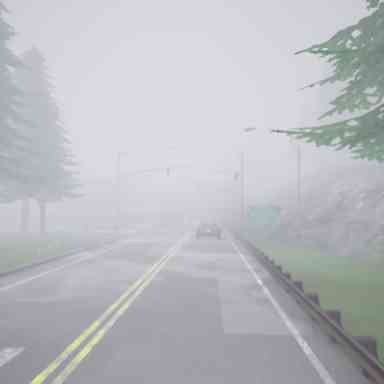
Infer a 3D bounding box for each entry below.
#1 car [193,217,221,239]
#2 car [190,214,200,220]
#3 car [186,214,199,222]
[{"bbox_3d":[1.370,3.015,27.211,1.994,1.385,4.181,0,-3,3],"label":"car"},{"bbox_3d":[0.819,6.051,80.985,2.128,1.511,4.902,0,-3,3],"label":"car"},{"bbox_3d":[-0.065,5.139,65.615,1.837,1.490,4.892,0,-3,4],"label":"car"}]
